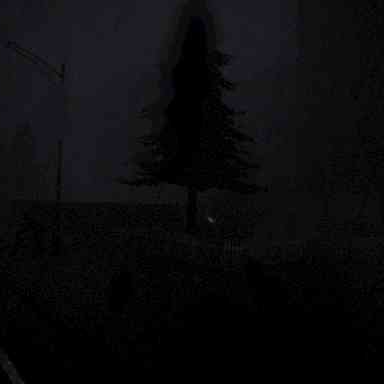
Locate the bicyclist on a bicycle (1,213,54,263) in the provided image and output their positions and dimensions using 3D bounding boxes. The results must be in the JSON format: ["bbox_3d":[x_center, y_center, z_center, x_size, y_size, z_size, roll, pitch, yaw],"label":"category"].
[{"bbox_3d":[-5.478,1.543,11.198,1.656,1.620,0.582,3,-2,-41],"label":"bicyclist on a bicycle"}]
